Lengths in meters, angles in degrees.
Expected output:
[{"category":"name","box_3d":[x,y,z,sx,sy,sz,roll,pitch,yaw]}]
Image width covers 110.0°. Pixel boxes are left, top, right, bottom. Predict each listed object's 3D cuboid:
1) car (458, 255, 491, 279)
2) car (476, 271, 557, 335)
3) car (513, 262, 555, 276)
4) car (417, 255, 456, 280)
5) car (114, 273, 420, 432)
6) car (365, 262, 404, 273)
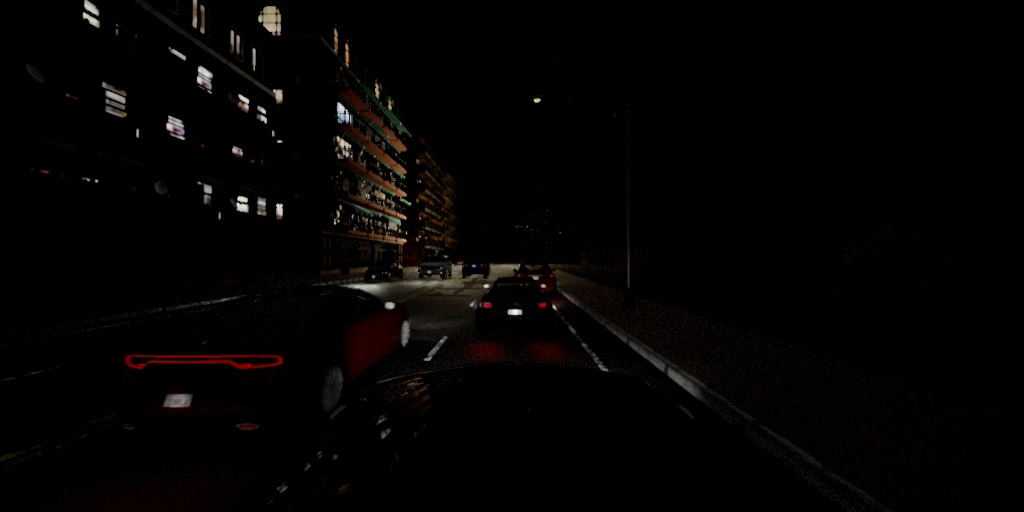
[{"category":"car","box_3d":[-3.168,0.930,32.469,2.150,2.045,5.566,0,0,0]},{"category":"car","box_3d":[0.090,1.302,10.512,1.994,1.385,4.181,0,0,0]},{"category":"car","box_3d":[1.127,1.078,19.201,2.097,1.767,4.553,0,0,0]},{"category":"car","box_3d":[-6.619,0.931,31.434,2.150,2.045,5.566,0,0,0]},{"category":"car","box_3d":[-3.151,1.222,5.857,1.882,1.535,5.008,0,0,0]},{"category":"car","box_3d":[-9.866,1.206,28.015,2.128,1.511,4.902,0,0,0]}]
